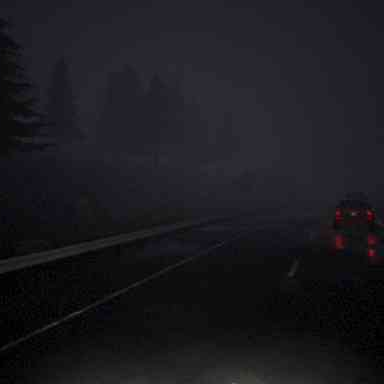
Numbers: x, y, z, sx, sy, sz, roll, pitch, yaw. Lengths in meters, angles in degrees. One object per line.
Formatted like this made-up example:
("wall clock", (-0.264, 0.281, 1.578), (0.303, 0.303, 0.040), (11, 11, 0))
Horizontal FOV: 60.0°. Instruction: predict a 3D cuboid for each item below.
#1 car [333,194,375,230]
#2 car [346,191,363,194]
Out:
("car", (9.646, 1.202, 19.951), (2.097, 1.767, 4.553), (-2, 0, 25))
("car", (17.749, 0.944, 36.267), (2.150, 2.045, 5.566), (-2, 0, 27))
